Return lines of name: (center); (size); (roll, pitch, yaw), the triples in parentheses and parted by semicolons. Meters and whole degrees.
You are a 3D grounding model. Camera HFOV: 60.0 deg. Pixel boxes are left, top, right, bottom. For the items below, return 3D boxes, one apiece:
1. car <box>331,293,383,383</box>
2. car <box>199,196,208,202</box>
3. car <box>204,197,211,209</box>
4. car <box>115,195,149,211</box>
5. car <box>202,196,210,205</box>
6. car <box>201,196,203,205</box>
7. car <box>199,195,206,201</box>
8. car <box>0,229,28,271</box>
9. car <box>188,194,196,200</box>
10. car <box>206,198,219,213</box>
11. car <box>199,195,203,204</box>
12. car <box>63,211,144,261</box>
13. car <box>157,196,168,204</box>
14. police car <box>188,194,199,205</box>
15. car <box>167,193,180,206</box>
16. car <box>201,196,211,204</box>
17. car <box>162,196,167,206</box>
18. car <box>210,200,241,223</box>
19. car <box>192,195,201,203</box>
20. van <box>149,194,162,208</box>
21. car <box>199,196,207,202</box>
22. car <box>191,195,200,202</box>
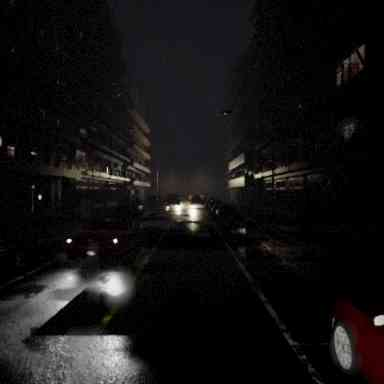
car: (2.690, 1.544, 2.668); (1.887, 1.381, 4.507); (0, 0, 0)
car: (2.669, 1.589, 76.274); (1.887, 1.381, 4.507); (0, 0, 0)
car: (2.681, 1.536, 36.644); (1.887, 1.381, 4.507); (0, 0, 0)
car: (-5.698, 1.308, 31.000); (2.192, 1.841, 5.009); (0, 0, 0)
car: (2.679, 1.432, 42.304); (1.967, 1.590, 4.097); (0, 0, 0)
car: (2.677, 1.576, 47.967); (1.802, 1.307, 4.206); (0, 0, 0)
car: (2.665, 1.595, 87.768); (1.752, 1.417, 4.829); (0, 0, 0)
car: (-5.692, 1.580, 8.349); (1.802, 1.307, 4.206); (0, 0, 0)
car: (-0.023, 1.318, 94.414); (2.097, 1.767, 4.553); (0, 0, 0)
car: (2.683, 1.543, 30.981); (2.008, 1.369, 4.403); (0, 0, 0)
car: (2.674, 1.450, 59.287); (1.967, 1.590, 4.097); (0, 0, 0)
car: (-3.103, 1.598, 12.493); (1.895, 1.301, 4.718); (0, 0, 0)
car: (-5.708, 1.566, 64.970); (1.887, 1.381, 4.507); (0, 0, 0)
police car: (0.785, 1.439, 61.004); (1.930, 1.638, 5.238); (0, 0, -2)
car: (-3.079, 1.224, 54.492); (2.150, 2.045, 5.566); (0, 0, 0)
car: (2.672, 1.547, 65.119); (1.752, 1.417, 4.829); (0, 0, 0)
car: (-5.705, 1.317, 53.646); (2.192, 1.841, 5.009); (0, 0, 0)
car: (2.684, 1.545, 25.319); (2.008, 1.369, 4.403); (0, 0, 0)
car: (0.882, 1.489, 71.104); (1.801, 1.575, 5.366); (0, 0, 0)
van: (-5.703, 1.335, 47.986); (1.690, 1.788, 3.998); (0, 0, 0)
car: (2.667, 1.600, 81.940); (1.887, 1.381, 4.507); (0, 0, 0)
car: (0.725, 1.524, 76.877); (1.882, 1.535, 5.008); (0, 0, -3)
